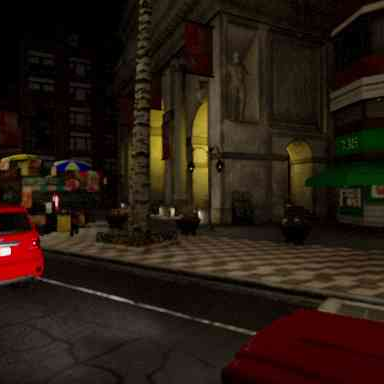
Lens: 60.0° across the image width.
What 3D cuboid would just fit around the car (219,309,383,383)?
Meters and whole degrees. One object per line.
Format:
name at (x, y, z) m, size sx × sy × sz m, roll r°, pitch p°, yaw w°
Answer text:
car at (2.473, 1.595, 2.087) m, size 4.718 × 1.301 × 1.895 m, roll 0°, pitch 0°, yaw 36°

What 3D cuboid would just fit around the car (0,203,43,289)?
car at (-5.913, 1.285, 8.099) m, size 5.566 × 2.045 × 2.150 m, roll 0°, pitch 0°, yaw 35°
